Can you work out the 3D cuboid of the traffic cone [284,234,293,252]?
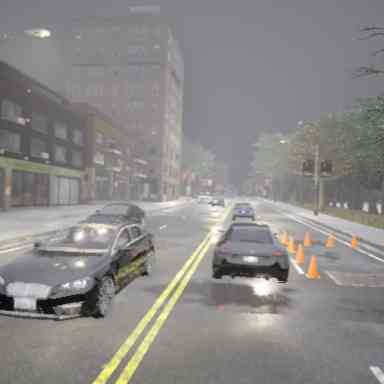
[{"bbox_3d":[3.949,2.068,13.221,0.340,0.580,0.340,2,0,8],"label":"traffic cone"}]

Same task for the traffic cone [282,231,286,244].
[{"bbox_3d":[4.237,2.074,15.200,0.340,0.580,0.340,2,0,8],"label":"traffic cone"}]

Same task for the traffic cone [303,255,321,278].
[{"bbox_3d":[3.373,2.055,9.262,0.340,0.580,0.340,2,0,8],"label":"traffic cone"}]

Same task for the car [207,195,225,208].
[{"bbox_3d":[3.827,1.535,48.379,2.033,1.411,5.357,2,0,9],"label":"car"}]

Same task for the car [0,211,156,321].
[{"bbox_3d":[-2.151,1.425,7.429,2.128,1.511,4.902,2,0,8],"label":"car"}]

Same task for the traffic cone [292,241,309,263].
[{"bbox_3d":[3.661,2.061,11.241,0.340,0.580,0.340,2,0,8],"label":"traffic cone"}]

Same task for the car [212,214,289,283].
[{"bbox_3d":[1.715,1.612,10.069,1.994,1.385,4.181,2,0,8],"label":"car"}]

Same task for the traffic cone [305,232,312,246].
[{"bbox_3d":[5.226,2.104,15.056,0.340,0.580,0.340,2,0,8],"label":"traffic cone"}]

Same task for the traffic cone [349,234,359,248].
[{"bbox_3d":[7.204,2.165,14.768,0.340,0.580,0.340,2,0,8],"label":"traffic cone"}]

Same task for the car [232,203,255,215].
[{"bbox_3d":[4.406,1.639,28.576,2.033,1.411,5.357,2,0,8],"label":"car"}]

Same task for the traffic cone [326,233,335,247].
[{"bbox_3d":[6.215,2.135,14.912,0.340,0.580,0.340,2,0,8],"label":"traffic cone"}]

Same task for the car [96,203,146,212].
[{"bbox_3d":[-3.910,1.342,17.892,1.882,1.535,5.008,2,0,8],"label":"car"}]

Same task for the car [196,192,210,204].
[{"bbox_3d":[2.168,1.099,59.083,2.150,2.045,5.566,2,0,9],"label":"car"}]
